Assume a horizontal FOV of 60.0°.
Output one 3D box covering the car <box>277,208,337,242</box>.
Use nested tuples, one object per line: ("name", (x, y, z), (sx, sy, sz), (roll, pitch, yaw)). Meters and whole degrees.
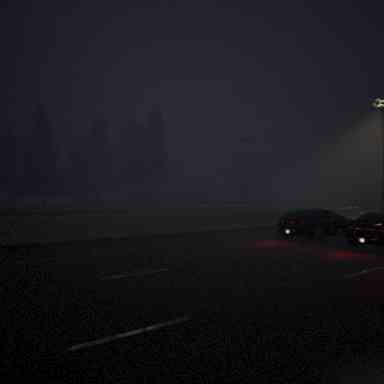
("car", (6.472, 1.594, 17.033), (4.892, 1.490, 1.837), (0, 0, -35))

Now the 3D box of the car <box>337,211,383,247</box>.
("car", (8.521, 1.594, 14.196), (4.892, 1.490, 1.837), (0, 0, -35))
